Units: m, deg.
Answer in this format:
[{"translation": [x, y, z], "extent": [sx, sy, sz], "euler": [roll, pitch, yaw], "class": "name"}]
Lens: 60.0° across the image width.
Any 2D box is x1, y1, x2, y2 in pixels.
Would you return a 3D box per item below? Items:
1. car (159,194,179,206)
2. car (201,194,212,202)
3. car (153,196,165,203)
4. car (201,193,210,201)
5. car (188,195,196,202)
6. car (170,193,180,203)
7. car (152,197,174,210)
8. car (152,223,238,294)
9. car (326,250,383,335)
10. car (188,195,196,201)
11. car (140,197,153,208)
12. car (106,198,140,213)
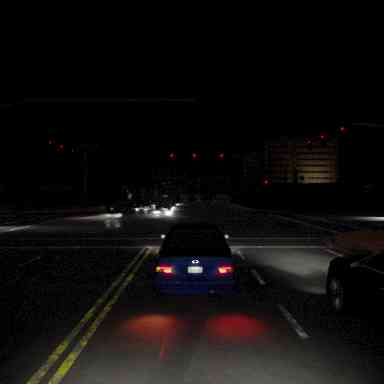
[{"translation": [-3.636, 1.491, 53.076], "extent": [2.128, 1.511, 4.902], "euler": [0, 0, 0], "class": "car"}, {"translation": [3.437, 1.344, 74.719], "extent": [2.097, 1.767, 4.553], "euler": [0, 0, 0], "class": "car"}, {"translation": [-7.060, 1.540, 71.316], "extent": [2.033, 1.411, 5.357], "euler": [0, 0, 0], "class": "car"}, {"translation": [3.428, 1.227, 84.675], "extent": [2.097, 1.767, 4.553], "euler": [0, 0, 0], "class": "car"}, {"translation": [-0.063, 1.531, 74.426], "extent": [2.033, 1.411, 5.357], "euler": [0, 0, 0], "class": "car"}, {"translation": [-3.578, 1.219, 66.623], "extent": [2.150, 2.045, 5.566], "euler": [0, 0, 0], "class": "car"}, {"translation": [-3.575, 1.601, 41.733], "extent": [1.895, 1.301, 4.718], "euler": [0, 0, -2], "class": "car"}, {"translation": [0.075, 1.547, 8.926], "extent": [2.033, 1.411, 5.357], "euler": [0, 0, 0], "class": "car"}, {"translation": [3.559, 1.491, 4.683], "extent": [2.128, 1.511, 4.902], "euler": [0, 0, 0], "class": "car"}, {"translation": [-0.072, 1.425, 84.700], "extent": [1.994, 1.385, 4.181], "euler": [0, 0, 0], "class": "car"}, {"translation": [-7.137, 1.547, 48.949], "extent": [2.033, 1.411, 5.357], "euler": [0, 0, 0], "class": "car"}, {"translation": [-7.783, 1.492, 36.519], "extent": [2.128, 1.511, 4.902], "euler": [0, 0, 10], "class": "car"}]
